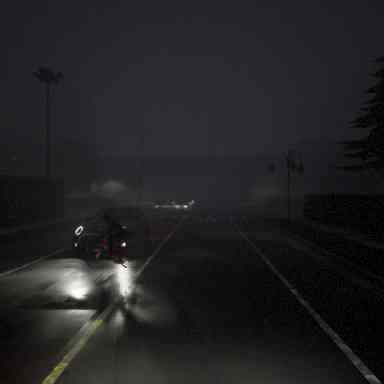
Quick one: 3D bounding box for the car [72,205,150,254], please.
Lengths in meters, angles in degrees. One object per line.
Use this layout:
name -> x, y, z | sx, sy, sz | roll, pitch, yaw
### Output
car -> -3.057, 1.353, 13.430 | 2.097, 1.767, 4.553 | 0, 0, 3

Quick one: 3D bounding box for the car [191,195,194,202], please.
car -> -0.996, 1.612, 73.073 | 1.895, 1.301, 4.718 | 0, 0, 3

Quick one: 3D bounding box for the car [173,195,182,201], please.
car -> -3.836, 1.540, 88.092 | 2.128, 1.511, 4.902 | 0, 0, 3

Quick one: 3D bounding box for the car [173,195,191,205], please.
car -> -1.730, 1.617, 58.311 | 1.895, 1.301, 4.718 | 0, 0, 3

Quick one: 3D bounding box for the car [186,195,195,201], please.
car -> -0.341, 1.540, 87.883 | 2.128, 1.511, 4.902 | 0, 0, 3

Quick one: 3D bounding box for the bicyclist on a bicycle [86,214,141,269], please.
bicyclist on a bicycle -> -2.294, 1.455, 9.639 | 1.656, 1.620, 0.582 | -2, 0, 3

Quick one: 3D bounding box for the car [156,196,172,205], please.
car -> -5.213, 1.494, 58.725 | 1.882, 1.535, 5.008 | 0, 0, 3
